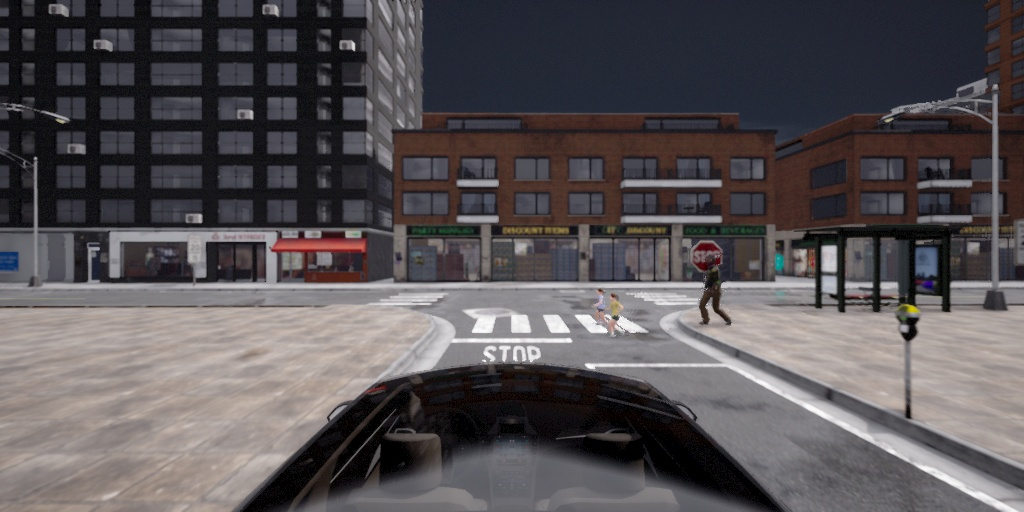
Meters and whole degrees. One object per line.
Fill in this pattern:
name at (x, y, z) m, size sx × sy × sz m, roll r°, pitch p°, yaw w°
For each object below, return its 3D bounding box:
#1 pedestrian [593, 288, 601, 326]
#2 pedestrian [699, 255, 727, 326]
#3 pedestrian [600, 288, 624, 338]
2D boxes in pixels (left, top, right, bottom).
pedestrian at (2.443, 1.360, 9.665) m, size 0.500 × 1.100 × 0.500 m, roll 0°, pitch 0°, yaw 0°
pedestrian at (5.074, 0.833, 9.065) m, size 0.375 × 1.860 × 0.375 m, roll 0°, pitch 0°, yaw 0°
pedestrian at (2.461, 1.373, 8.466) m, size 0.500 × 1.100 × 0.500 m, roll 0°, pitch 0°, yaw 0°
